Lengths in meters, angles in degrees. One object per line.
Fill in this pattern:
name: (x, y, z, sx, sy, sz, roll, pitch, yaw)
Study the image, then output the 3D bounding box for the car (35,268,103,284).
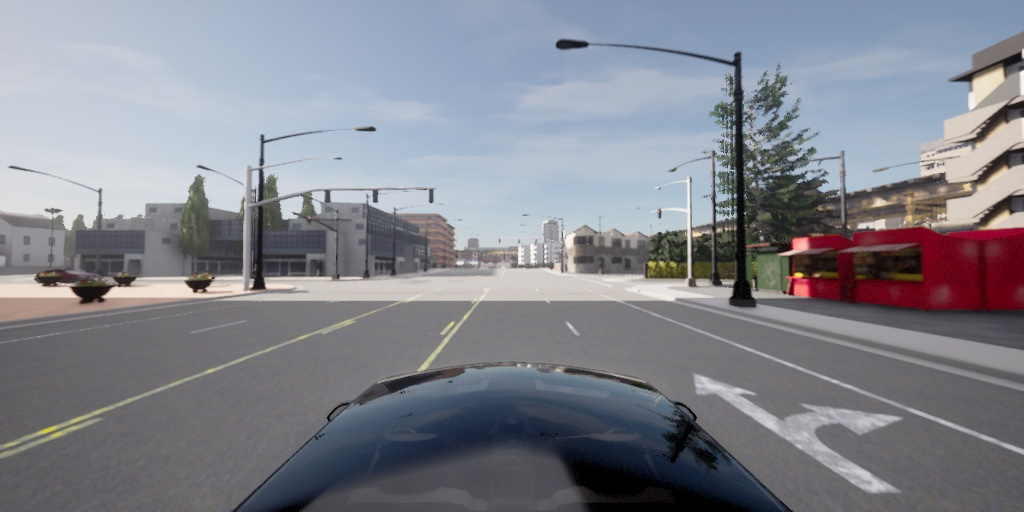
car: (-39.229, 1.798, 31.773, 4.674, 1.442, 1.812, 0, -2, 1)
